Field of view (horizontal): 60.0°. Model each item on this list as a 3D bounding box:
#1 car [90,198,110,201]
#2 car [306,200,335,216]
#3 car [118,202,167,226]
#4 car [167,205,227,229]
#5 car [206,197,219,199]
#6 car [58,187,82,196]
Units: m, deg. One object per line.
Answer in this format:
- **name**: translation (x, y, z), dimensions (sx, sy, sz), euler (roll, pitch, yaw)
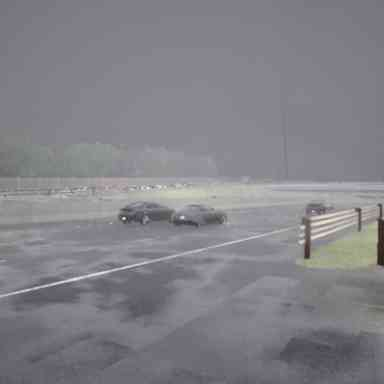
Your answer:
- **car**: translation (-10.426, 1.390, 36.820), dimensions (1.994, 1.385, 4.181), euler (1, 0, 36)
- **car**: translation (12.757, 1.574, 32.981), dimensions (1.837, 1.490, 4.892), euler (1, 0, 35)
- **car**: translation (-2.878, 1.433, 22.983), dimensions (1.837, 1.490, 4.892), euler (1, 0, 36)
- **car**: translation (0.607, 1.531, 21.839), dimensions (1.994, 1.385, 4.181), euler (1, 0, 36)
- **car**: translation (3.394, 1.514, 56.111), dimensions (1.994, 1.385, 4.181), euler (1, 0, 36)
- **car**: translation (-22.549, -0.126, 61.500), dimensions (1.837, 1.490, 4.892), euler (1, 3, 23)
